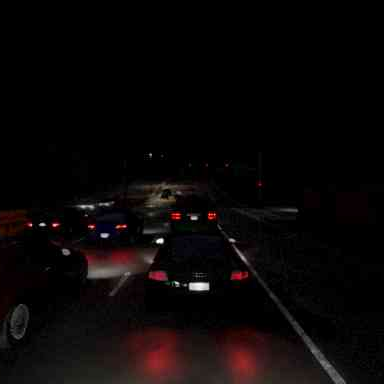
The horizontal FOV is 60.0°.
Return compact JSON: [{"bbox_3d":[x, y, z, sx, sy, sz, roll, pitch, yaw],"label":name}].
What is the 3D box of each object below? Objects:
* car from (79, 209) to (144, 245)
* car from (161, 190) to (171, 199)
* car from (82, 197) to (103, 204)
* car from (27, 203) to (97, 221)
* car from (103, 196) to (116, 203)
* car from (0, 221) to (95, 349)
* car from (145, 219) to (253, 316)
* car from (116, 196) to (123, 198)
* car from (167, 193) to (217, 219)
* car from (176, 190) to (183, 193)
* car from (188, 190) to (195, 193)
[{"bbox_3d":[-3.410,1.526,15.305,1.812,1.442,4.674,0,0,0],"label":"car"},{"bbox_3d":[-7.161,1.070,87.097,1.812,1.442,4.674,0,3,0],"label":"car"},{"bbox_3d":[-17.605,1.601,58.168,1.895,1.301,4.718,0,0,0],"label":"car"},{"bbox_3d":[-6.902,1.547,17.756,2.033,1.411,5.357,0,0,-1],"label":"car"},{"bbox_3d":[-17.549,1.595,67.997,1.895,1.301,4.718,0,0,0],"label":"car"},{"bbox_3d":[-3.409,1.526,6.105,1.812,1.442,4.674,0,0,0],"label":"car"},{"bbox_3d":[0.101,1.564,7.618,1.994,1.385,4.181,0,0,-1],"label":"car"},{"bbox_3d":[-17.607,1.501,78.307,1.895,1.301,4.718,0,1,0],"label":"car"},{"bbox_3d":[0.089,1.221,17.022,2.150,2.045,5.566,0,0,0],"label":"car"},{"bbox_3d":[-3.661,1.070,87.119,1.812,1.442,4.674,0,3,0],"label":"car"},{"bbox_3d":[-0.163,1.000,87.528,1.882,1.535,5.008,0,3,0],"label":"car"}]
